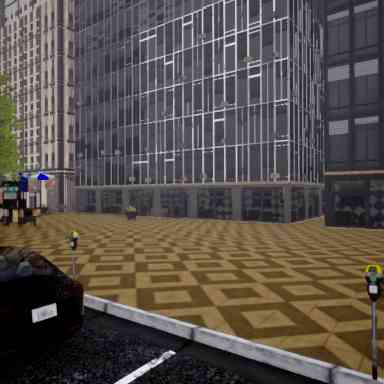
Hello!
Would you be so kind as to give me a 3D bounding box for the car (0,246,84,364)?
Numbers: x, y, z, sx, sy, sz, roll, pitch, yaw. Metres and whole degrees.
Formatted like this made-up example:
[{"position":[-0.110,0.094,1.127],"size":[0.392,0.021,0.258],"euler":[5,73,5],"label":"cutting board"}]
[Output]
[{"position":[-3.557,1.566,5.423],"size":[4.313,1.339,1.947],"euler":[0,0,36],"label":"car"}]
